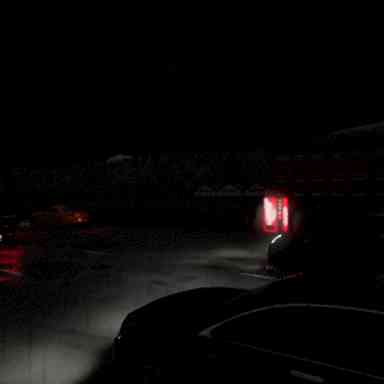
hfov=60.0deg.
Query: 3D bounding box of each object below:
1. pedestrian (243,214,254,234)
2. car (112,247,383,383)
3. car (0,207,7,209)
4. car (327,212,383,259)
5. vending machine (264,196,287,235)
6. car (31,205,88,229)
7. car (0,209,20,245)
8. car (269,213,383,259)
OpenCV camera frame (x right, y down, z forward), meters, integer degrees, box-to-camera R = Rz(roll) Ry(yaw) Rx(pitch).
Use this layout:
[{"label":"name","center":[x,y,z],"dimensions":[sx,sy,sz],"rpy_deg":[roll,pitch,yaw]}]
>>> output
[{"label":"pedestrian","center":[2.928,1.286,17.865],"dimensions":[0.375,1.860,0.375],"rpy_deg":[-1,0,35]},{"label":"car","center":[1.352,1.512,3.020],"dimensions":[4.892,1.490,1.837],"rpy_deg":[0,0,36]},{"label":"car","center":[-13.402,1.751,22.145],"dimensions":[4.902,1.511,2.128],"rpy_deg":[-1,0,35]},{"label":"car","center":[7.396,1.531,11.610],"dimensions":[4.674,1.442,1.812],"rpy_deg":[-1,-1,36]},{"label":"vending machine","center":[4.641,1.269,18.451],"dimensions":[0.880,2.100,1.100],"rpy_deg":[-1,0,35]},{"label":"car","center":[-9.530,1.711,23.681],"dimensions":[5.008,1.535,1.882],"rpy_deg":[0,0,35]},{"label":"car","center":[-10.167,1.692,15.539],"dimensions":[4.892,1.490,1.837],"rpy_deg":[-1,-1,35]},{"label":"car","center":[4.488,1.369,9.384],"dimensions":[4.553,1.767,2.097],"rpy_deg":[-1,0,36]}]
